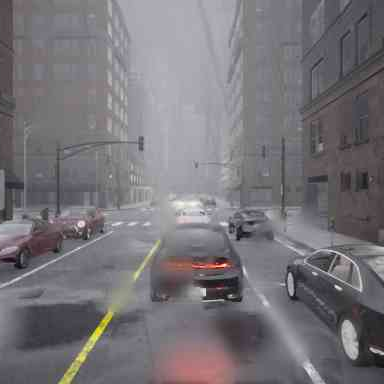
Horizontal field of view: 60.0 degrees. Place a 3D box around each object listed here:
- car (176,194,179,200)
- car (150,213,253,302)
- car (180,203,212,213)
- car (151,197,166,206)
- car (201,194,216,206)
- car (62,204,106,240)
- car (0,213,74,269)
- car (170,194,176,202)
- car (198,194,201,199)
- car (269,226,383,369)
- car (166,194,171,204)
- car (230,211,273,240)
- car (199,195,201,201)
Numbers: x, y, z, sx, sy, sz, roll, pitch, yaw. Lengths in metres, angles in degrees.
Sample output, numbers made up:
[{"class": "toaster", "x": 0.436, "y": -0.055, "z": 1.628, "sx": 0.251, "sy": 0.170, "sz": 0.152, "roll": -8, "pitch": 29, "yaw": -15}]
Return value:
[{"class": "car", "x": -5.593, "y": 1.457, "z": 91.531, "sx": 2.192, "sy": 1.841, "sz": 5.009, "roll": 0, "pitch": 0, "yaw": 0}, {"class": "car", "x": 0.096, "y": 1.505, "z": 8.234, "sx": 1.837, "sy": 1.490, "sz": 4.892, "roll": 0, "pitch": 0, "yaw": 0}, {"class": "car", "x": 0.078, "y": 1.527, "z": 17.382, "sx": 1.812, "sy": 1.442, "sz": 4.674, "roll": 0, "pitch": 0, "yaw": -1}, {"class": "car", "x": -5.650, "y": 1.618, "z": 53.671, "sx": 1.802, "sy": 1.307, "sz": 4.206, "roll": 0, "pitch": 0, "yaw": 0}, {"class": "car", "x": 2.875, "y": 1.476, "z": 53.660, "sx": 1.967, "sy": 1.590, "sz": 4.097, "roll": 0, "pitch": 0, "yaw": 0}, {"class": "car", "x": -5.675, "y": 1.441, "z": 16.568, "sx": 1.967, "sy": 1.590, "sz": 4.097, "roll": 0, "pitch": 0, "yaw": 0}, {"class": "car", "x": -5.673, "y": 1.582, "z": 11.067, "sx": 1.802, "sy": 1.307, "sz": 4.206, "roll": 0, "pitch": 0, "yaw": 0}, {"class": "car", "x": -5.609, "y": 1.626, "z": 80.544, "sx": 1.752, "sy": 1.417, "sz": 4.829, "roll": 0, "pitch": 0, "yaw": 0}, {"class": "car", "x": 2.908, "y": 1.524, "z": 75.296, "sx": 1.967, "sy": 1.590, "sz": 4.097, "roll": 0, "pitch": 0, "yaw": 0}, {"class": "car", "x": 2.854, "y": 1.551, "z": 5.568, "sx": 2.008, "sy": 1.369, "sz": 4.403, "roll": 0, "pitch": 0, "yaw": 0}, {"class": "car", "x": -5.633, "y": 1.607, "z": 64.488, "sx": 2.008, "sy": 1.369, "sz": 4.403, "roll": 0, "pitch": 0, "yaw": 0}, {"class": "car", "x": 2.851, "y": 1.567, "z": 16.570, "sx": 1.947, "sy": 1.339, "sz": 4.313, "roll": 0, "pitch": 0, "yaw": 0}, {"class": "car", "x": 2.892, "y": 1.607, "z": 64.478, "sx": 2.008, "sy": 1.369, "sz": 4.403, "roll": 0, "pitch": 0, "yaw": 0}]
